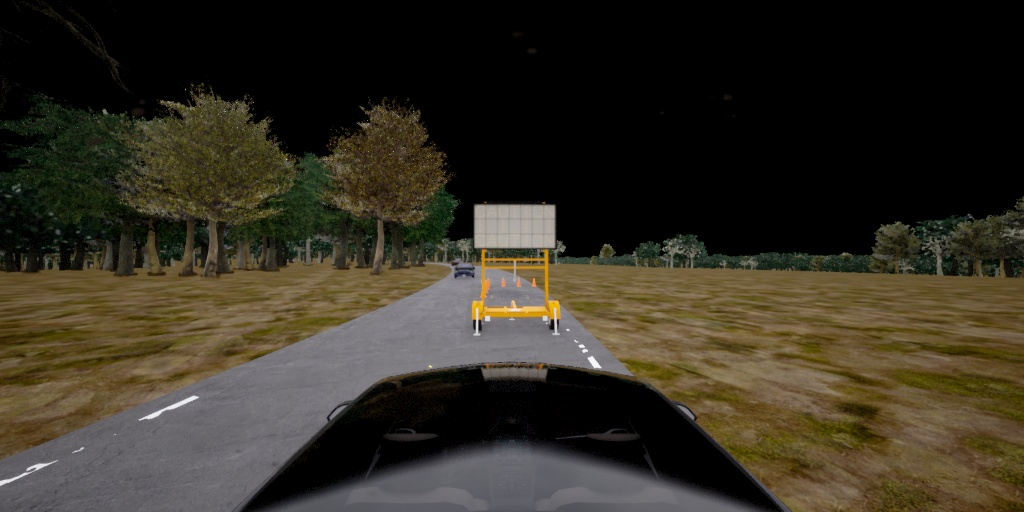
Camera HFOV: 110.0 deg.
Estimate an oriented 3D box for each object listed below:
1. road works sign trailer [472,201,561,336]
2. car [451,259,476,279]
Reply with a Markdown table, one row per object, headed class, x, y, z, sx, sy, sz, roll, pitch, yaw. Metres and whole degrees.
| class | x | y | z | sx | sy | sz | roll | pitch | yaw |
| --- | --- | --- | --- | --- | --- | --- | --- | --- | --- |
| road works sign trailer | 0.079 | 0.214 | 10.447 | 2.380 | 3.560 | 2.880 | 0 | 0 | -2 |
| car | -4.266 | 1.298 | 32.747 | 2.033 | 1.411 | 5.357 | 0 | 0 | -5 |
